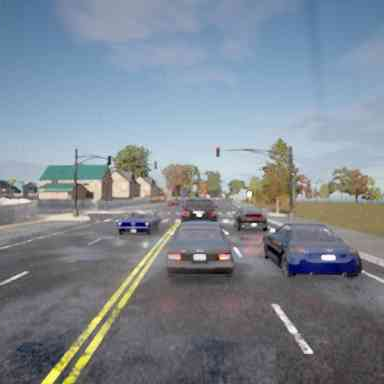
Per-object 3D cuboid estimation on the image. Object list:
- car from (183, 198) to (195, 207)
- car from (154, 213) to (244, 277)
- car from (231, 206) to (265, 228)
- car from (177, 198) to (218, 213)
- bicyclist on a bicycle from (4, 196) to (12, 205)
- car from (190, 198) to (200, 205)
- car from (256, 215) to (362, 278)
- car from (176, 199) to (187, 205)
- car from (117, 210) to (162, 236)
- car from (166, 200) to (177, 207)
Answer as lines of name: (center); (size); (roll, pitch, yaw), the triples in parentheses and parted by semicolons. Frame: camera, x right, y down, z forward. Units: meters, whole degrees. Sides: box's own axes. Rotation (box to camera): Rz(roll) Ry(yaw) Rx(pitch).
car: (-0.588, 2.049, 65.113); (1.882, 1.535, 5.008); (0, -1, 5)
car: (0.226, 1.628, 10.464); (2.033, 1.411, 5.357); (0, 0, 1)
car: (3.736, 1.676, 21.799); (1.837, 1.490, 4.892); (0, 0, 3)
car: (0.467, 1.386, 20.951); (2.150, 2.045, 5.566); (0, 0, 2)
bicyclist on a bicycle: (-23.861, 1.339, 43.216); (0.582, 1.620, 1.656); (1, -1, 16)
car: (0.733, 2.202, 80.408); (1.882, 1.535, 5.008); (0, -1, 5)
car: (3.483, 1.644, 10.417); (1.994, 1.385, 4.181); (0, 0, 1)
car: (-2.504, 2.327, 80.691); (1.895, 1.301, 4.718); (0, -1, 5)
car: (-2.985, 1.755, 19.515); (1.895, 1.301, 4.718); (0, 0, 2)
car: (-3.827, 2.178, 65.347); (1.895, 1.301, 4.718); (0, -1, 5)
